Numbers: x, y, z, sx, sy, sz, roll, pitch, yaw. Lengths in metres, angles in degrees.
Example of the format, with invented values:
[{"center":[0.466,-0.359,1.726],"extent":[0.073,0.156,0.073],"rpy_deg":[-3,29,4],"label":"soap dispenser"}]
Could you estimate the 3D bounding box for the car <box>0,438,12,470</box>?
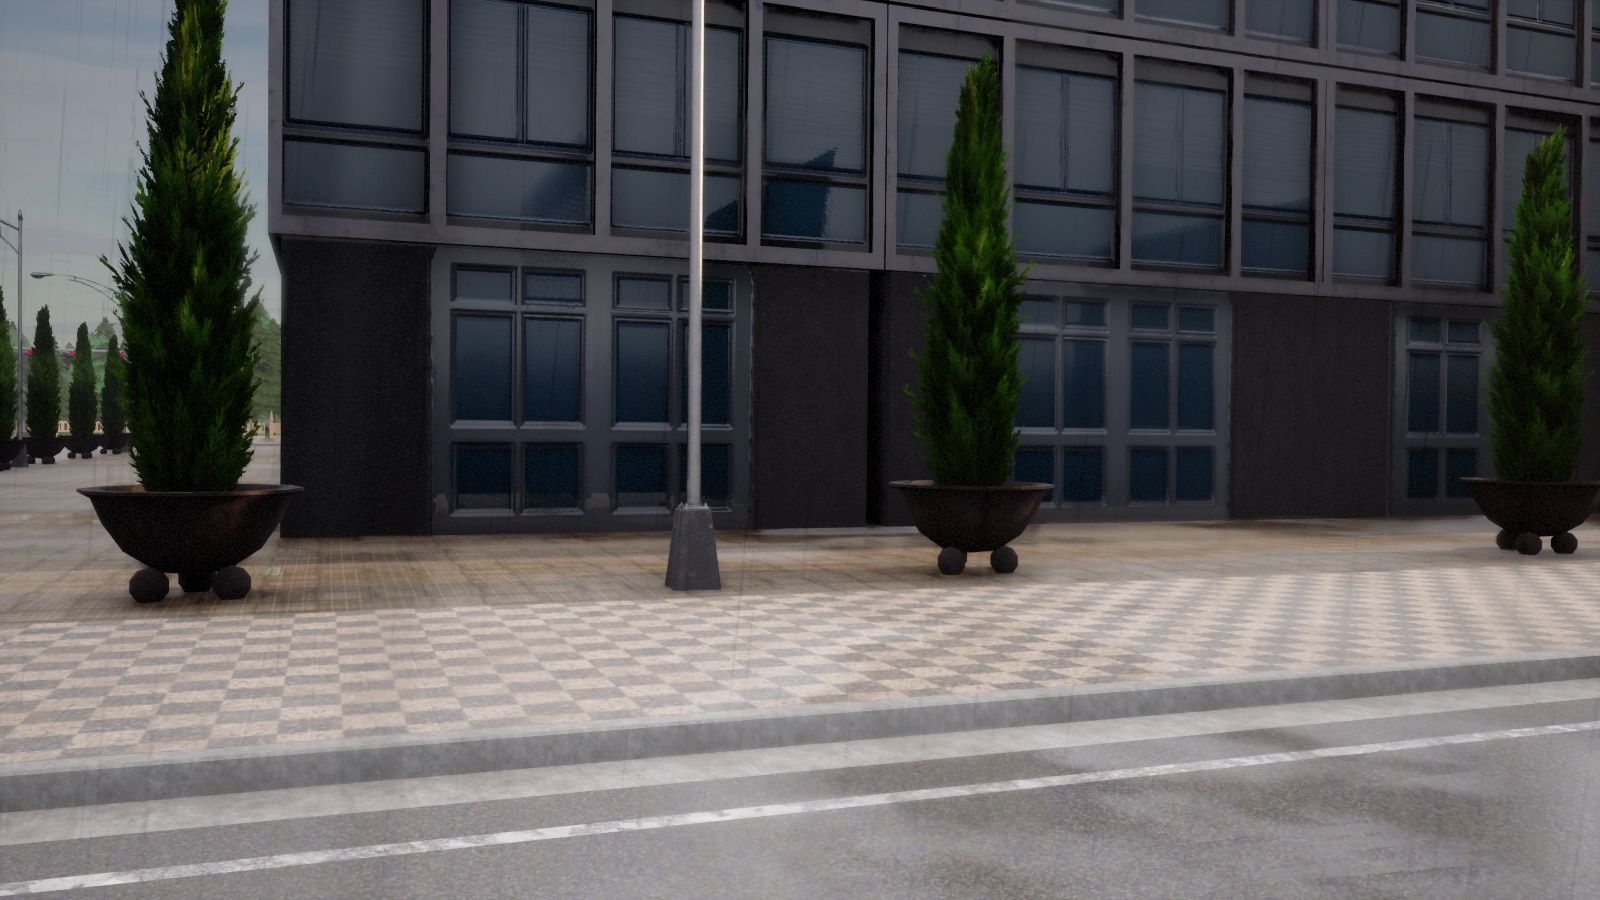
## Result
[{"center":[-38.497,0.209,58.691],"extent":[1.837,1.490,4.892],"rpy_deg":[-1,1,-20],"label":"car"}]
